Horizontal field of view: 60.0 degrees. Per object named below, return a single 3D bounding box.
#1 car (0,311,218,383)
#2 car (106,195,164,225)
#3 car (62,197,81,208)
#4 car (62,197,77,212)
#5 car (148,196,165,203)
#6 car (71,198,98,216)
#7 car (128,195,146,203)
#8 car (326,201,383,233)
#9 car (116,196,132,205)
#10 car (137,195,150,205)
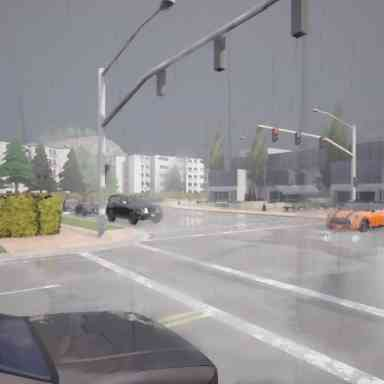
[{"bbox_3d":[-2.305,1.547,2.121,5.357,1.411,2.033,0,0,-35],"label":"car"},{"bbox_3d":[-4.385,1.221,24.540,2.150,2.045,5.566,0,0,-39],"label":"car"},{"bbox_3d":[-17.810,1.492,49.333,2.128,1.511,4.902,0,0,-13],"label":"car"},{"bbox_3d":[-14.395,1.526,39.718,1.812,1.442,4.674,0,0,-24],"label":"car"},{"bbox_3d":[-7.535,1.556,70.634,1.994,1.385,4.181,0,0,17],"label":"car"},{"bbox_3d":[-9.923,1.564,32.145,1.994,1.385,4.181,0,0,-34],"label":"car"},{"bbox_3d":[-11.290,1.477,68.931,1.882,1.535,5.008,0,0,14],"label":"car"},{"bbox_3d":[9.978,1.352,19.741,4.553,1.767,2.097,0,0,-36],"label":"car"},{"bbox_3d":[-11.975,1.492,58.899,2.128,1.511,4.902,0,0,-4],"label":"car"},{"bbox_3d":[-8.468,1.352,58.371,2.097,1.767,4.553,0,0,-5],"label":"car"}]
